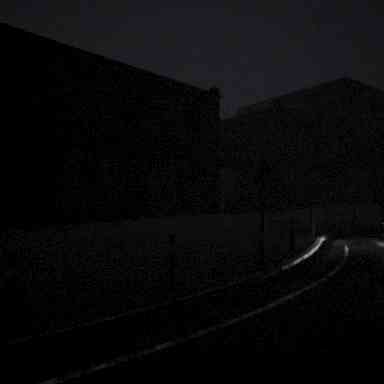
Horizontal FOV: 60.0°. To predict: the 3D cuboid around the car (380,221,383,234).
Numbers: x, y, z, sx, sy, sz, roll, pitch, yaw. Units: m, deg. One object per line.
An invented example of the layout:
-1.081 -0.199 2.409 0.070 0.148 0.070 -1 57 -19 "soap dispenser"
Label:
11.033 1.523 15.107 4.718 1.301 1.895 0 0 -17 "car"
